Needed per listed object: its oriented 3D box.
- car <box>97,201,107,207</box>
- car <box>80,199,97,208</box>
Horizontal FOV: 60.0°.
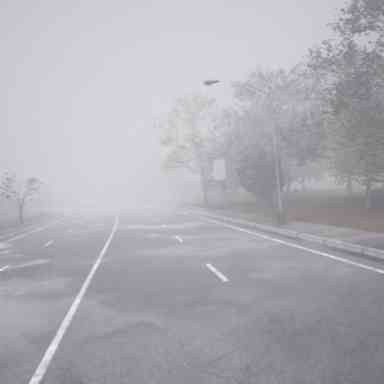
[{"bbox_3d":[-24.983,3.171,91.532,1.882,1.535,5.008,-5,0,-34],"label":"car"},{"bbox_3d":[-27.986,3.478,89.758,1.812,1.442,4.674,-5,0,-34],"label":"car"}]
